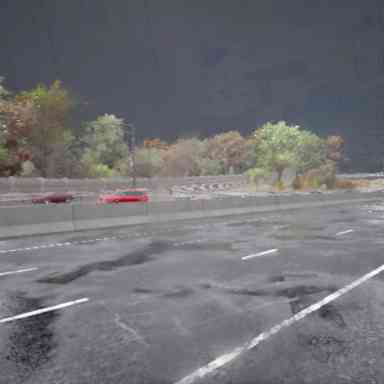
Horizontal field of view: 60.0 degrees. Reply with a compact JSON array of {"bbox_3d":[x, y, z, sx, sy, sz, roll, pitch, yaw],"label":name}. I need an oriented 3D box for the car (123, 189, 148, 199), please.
[{"bbox_3d":[-9.180,0.311,54.425,1.812,1.442,4.674,0,1,22],"label":"car"}]

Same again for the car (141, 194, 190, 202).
[{"bbox_3d":[-1.529,1.202,29.703,2.033,1.411,5.357,0,1,45],"label":"car"}]

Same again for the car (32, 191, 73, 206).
[{"bbox_3d":[-15.903,0.680,38.073,1.882,1.535,5.008,0,1,25],"label":"car"}]

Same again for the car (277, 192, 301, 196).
[{"bbox_3d":[11.682,0.996,42.860,4.718,1.301,1.895,-1,1,-45],"label":"car"}]

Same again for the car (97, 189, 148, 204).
[{"bbox_3d":[-6.912,0.725,34.087,5.566,2.045,2.150,1,4,-45],"label":"car"}]

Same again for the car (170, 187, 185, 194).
[{"bbox_3d":[-3.240,-0.325,68.481,1.882,1.535,5.008,0,3,24],"label":"car"}]

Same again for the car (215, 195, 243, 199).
[{"bbox_3d":[5.276,1.013,46.356,4.718,1.301,1.895,-1,1,-45],"label":"car"}]

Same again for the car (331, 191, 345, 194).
[{"bbox_3d":[24.162,0.662,55.249,4.892,1.490,1.837,-1,1,-44],"label":"car"}]
